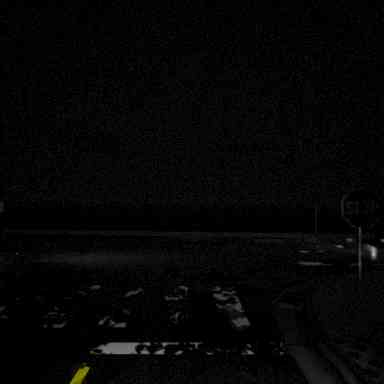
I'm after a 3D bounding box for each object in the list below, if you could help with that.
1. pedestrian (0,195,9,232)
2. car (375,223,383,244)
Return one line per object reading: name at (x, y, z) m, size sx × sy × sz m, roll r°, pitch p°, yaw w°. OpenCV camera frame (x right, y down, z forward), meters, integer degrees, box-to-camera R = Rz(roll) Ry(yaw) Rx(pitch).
pedestrian at (-9.677, 1.064, 16.932) m, size 0.375 × 1.860 × 0.375 m, roll 0°, pitch -1°, yaw 0°
car at (10.356, 1.505, 14.121) m, size 4.553 × 1.767 × 2.097 m, roll 1°, pitch 0°, yaw 0°
